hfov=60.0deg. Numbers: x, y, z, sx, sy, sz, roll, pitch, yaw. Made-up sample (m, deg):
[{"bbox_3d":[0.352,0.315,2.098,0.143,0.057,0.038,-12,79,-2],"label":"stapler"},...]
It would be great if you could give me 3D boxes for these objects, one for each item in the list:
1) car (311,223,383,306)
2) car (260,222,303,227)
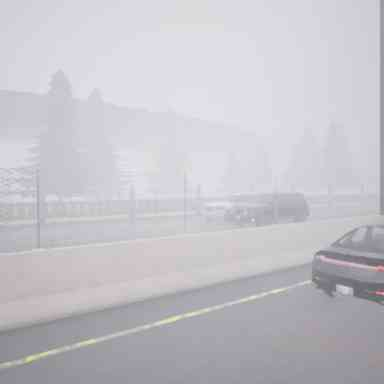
[{"bbox_3d":[4.537,1.408,6.994,4.902,1.511,2.128,-1,0,-35],"label":"car"},{"bbox_3d":[4.865,1.052,20.368,5.566,2.045,2.150,-1,1,-35],"label":"car"}]
